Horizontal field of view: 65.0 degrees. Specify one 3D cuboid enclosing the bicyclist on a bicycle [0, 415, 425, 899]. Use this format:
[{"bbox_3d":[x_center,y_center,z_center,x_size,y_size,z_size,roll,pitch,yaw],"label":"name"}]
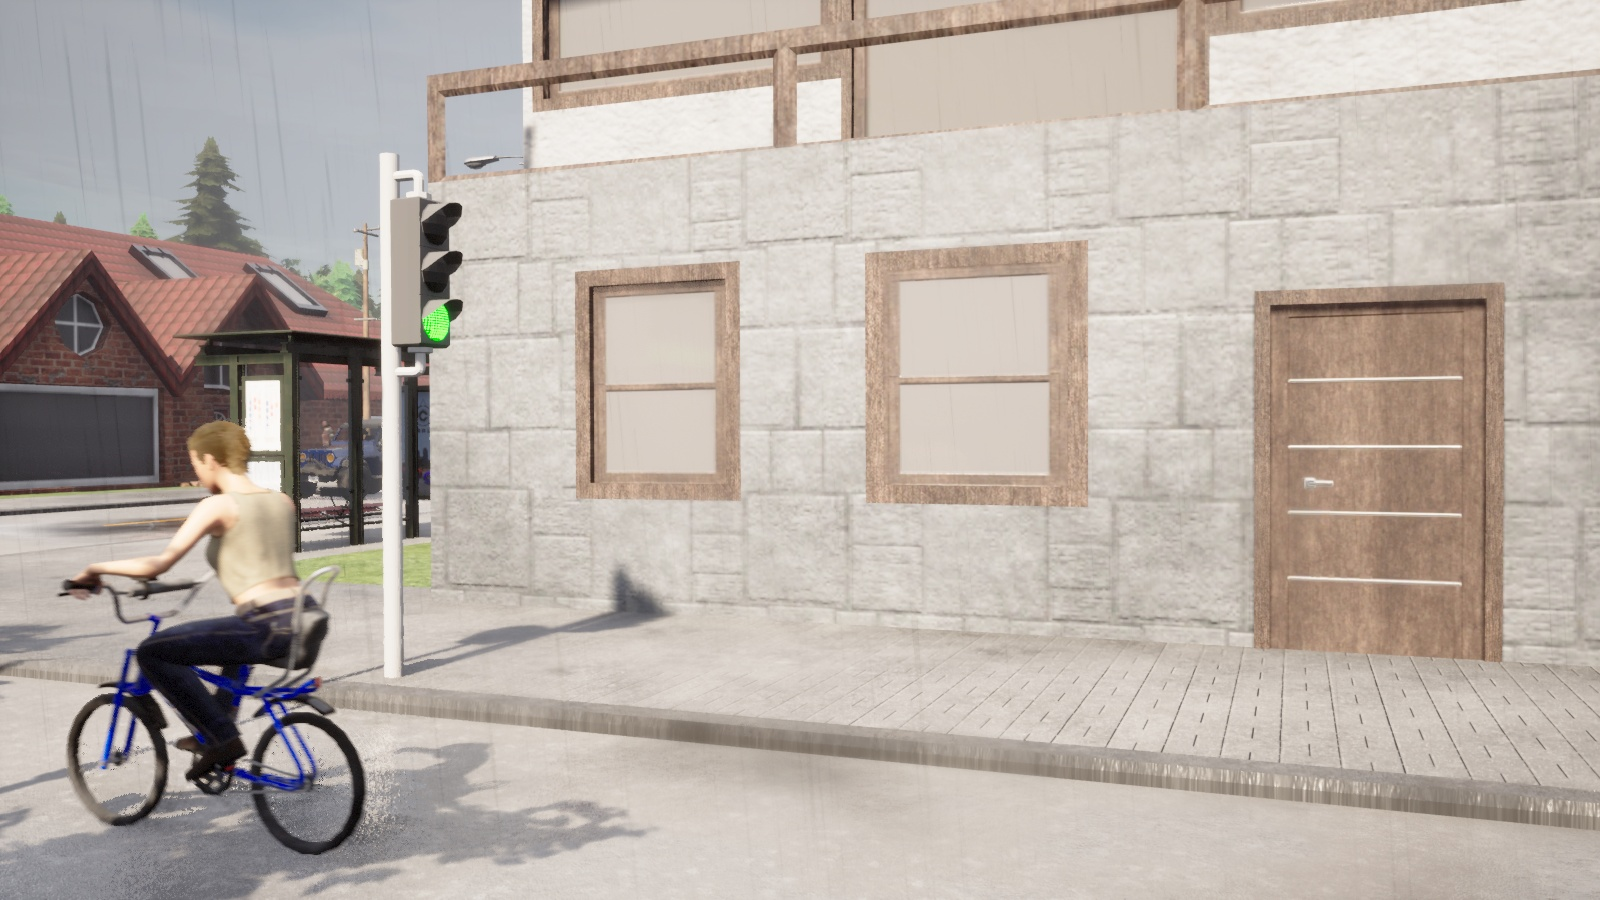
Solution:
[{"bbox_3d":[-2.347,0.677,4.838,1.509,1.612,0.866,1,1,21],"label":"bicyclist on a bicycle"}]
